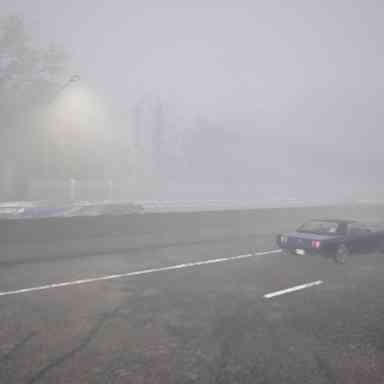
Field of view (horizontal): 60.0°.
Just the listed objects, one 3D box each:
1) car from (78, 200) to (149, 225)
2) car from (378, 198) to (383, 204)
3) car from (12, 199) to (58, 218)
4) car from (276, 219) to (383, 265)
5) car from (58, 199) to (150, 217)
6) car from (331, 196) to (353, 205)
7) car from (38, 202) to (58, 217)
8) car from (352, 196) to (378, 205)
[{"bbox_3d":[-5.960,1.500,25.533,4.892,1.490,1.837,-1,1,-35],"label":"car"},{"bbox_3d":[27.687,1.558,45.198,4.674,1.442,1.812,0,0,-35],"label":"car"},{"bbox_3d":[-11.134,1.350,25.353,4.553,1.767,2.097,0,0,-38],"label":"car"},{"bbox_3d":[5.229,1.601,11.776,4.718,1.301,1.895,0,0,-35],"label":"car"},{"bbox_3d":[-4.475,1.351,17.997,4.553,1.767,2.097,0,0,-35],"label":"car"},{"bbox_3d":[23.275,1.383,50.646,4.553,1.767,2.097,0,0,-35],"label":"car"},{"bbox_3d":[-6.703,1.525,20.709,4.674,1.442,1.812,0,0,-36],"label":"car"},{"bbox_3d":[25.863,1.510,48.193,5.008,1.535,1.882,0,0,-35],"label":"car"}]
